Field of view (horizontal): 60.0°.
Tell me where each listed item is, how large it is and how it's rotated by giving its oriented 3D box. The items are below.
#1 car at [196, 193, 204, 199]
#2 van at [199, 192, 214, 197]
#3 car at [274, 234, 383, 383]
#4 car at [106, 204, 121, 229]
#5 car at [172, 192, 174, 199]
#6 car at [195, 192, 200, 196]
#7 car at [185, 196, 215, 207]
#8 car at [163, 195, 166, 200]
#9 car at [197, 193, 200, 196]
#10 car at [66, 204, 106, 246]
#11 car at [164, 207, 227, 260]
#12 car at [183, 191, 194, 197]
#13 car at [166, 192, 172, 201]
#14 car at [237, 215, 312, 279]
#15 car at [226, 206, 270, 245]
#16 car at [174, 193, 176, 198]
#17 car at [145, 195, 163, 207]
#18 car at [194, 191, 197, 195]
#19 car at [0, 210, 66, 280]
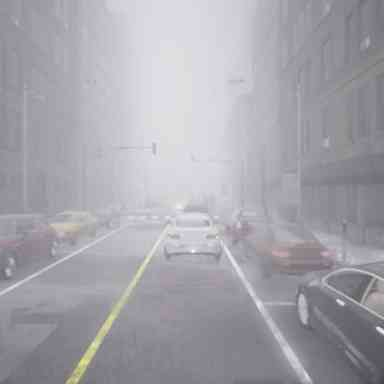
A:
[{"bbox_3d":[2.087,1.071,87.470,1.967,1.590,4.097,0,0,0],"label":"car"},{"bbox_3d":[2.336,1.148,47.702,1.690,1.788,3.998,0,0,0],"label":"van"},{"bbox_3d":[2.610,1.534,4.066,2.008,1.369,4.403,0,0,0],"label":"car"},{"bbox_3d":[-5.519,1.467,20.563,2.008,1.369,4.403,0,0,0],"label":"car"},{"bbox_3d":[-5.866,1.250,76.053,1.947,1.339,4.313,0,0,0],"label":"car"},{"bbox_3d":[2.194,1.293,70.427,1.802,1.307,4.206,0,0,0],"label":"car"},{"bbox_3d":[0.535,1.371,26.582,1.882,1.535,5.008,0,0,7],"label":"car"},{"bbox_3d":[-5.724,1.328,53.325,1.887,1.381,4.507,0,0,0],"label":"car"},{"bbox_3d":[2.265,1.343,59.065,1.802,1.307,4.206,0,0,0],"label":"car"},{"bbox_3d":[-5.483,1.465,14.874,1.752,1.417,4.829,0,0,0],"label":"car"},{"bbox_3d":[0.020,1.477,12.096,1.812,1.442,4.674,0,0,0],"label":"car"},{"bbox_3d":[-0.490,1.027,77.784,2.097,1.767,4.553,0,0,0],"label":"car"},{"bbox_3d":[-5.830,1.237,70.201,1.752,1.417,4.829,0,0,0],"label":"car"},{"bbox_3d":[2.575,1.543,9.585,1.802,1.307,4.206,0,0,0],"label":"car"},{"bbox_3d":[2.541,1.380,15.103,1.967,1.590,4.097,0,0,0],"label":"car"},{"bbox_3d":[-5.938,1.196,87.416,1.947,1.339,4.313,0,0,0],"label":"car"},{"bbox_3d":[-5.689,1.357,47.644,2.008,1.369,4.403,0,0,0],"label":"car"},{"bbox_3d":[2.159,0.999,76.108,2.192,1.841,5.009,0,0,0],"label":"car"},{"bbox_3d":[-5.450,1.401,9.527,1.967,1.590,4.097,0,0,0],"label":"car"}]
